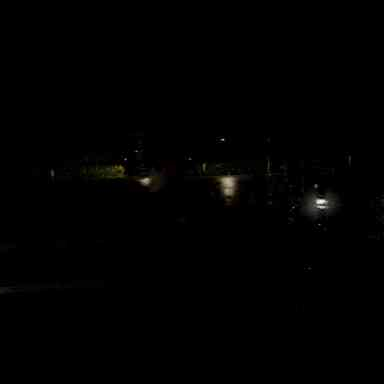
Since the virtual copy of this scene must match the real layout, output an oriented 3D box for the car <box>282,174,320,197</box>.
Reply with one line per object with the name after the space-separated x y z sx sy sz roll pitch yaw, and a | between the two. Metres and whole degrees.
7.259 -0.629 22.540 1.882 1.535 5.008 -2 5 9 | car
